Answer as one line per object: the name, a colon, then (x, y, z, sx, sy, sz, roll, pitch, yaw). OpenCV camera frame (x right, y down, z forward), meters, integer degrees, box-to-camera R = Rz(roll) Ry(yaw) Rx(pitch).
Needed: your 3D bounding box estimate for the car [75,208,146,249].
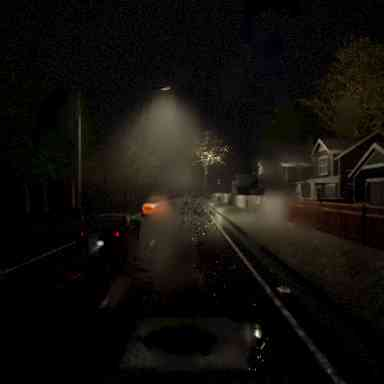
car: (-3.405, 1.603, 14.569, 1.895, 1.301, 4.718, 0, 0, 0)

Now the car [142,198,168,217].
car: (-3.409, 1.349, 31.306, 2.097, 1.767, 4.553, 0, 0, 0)
